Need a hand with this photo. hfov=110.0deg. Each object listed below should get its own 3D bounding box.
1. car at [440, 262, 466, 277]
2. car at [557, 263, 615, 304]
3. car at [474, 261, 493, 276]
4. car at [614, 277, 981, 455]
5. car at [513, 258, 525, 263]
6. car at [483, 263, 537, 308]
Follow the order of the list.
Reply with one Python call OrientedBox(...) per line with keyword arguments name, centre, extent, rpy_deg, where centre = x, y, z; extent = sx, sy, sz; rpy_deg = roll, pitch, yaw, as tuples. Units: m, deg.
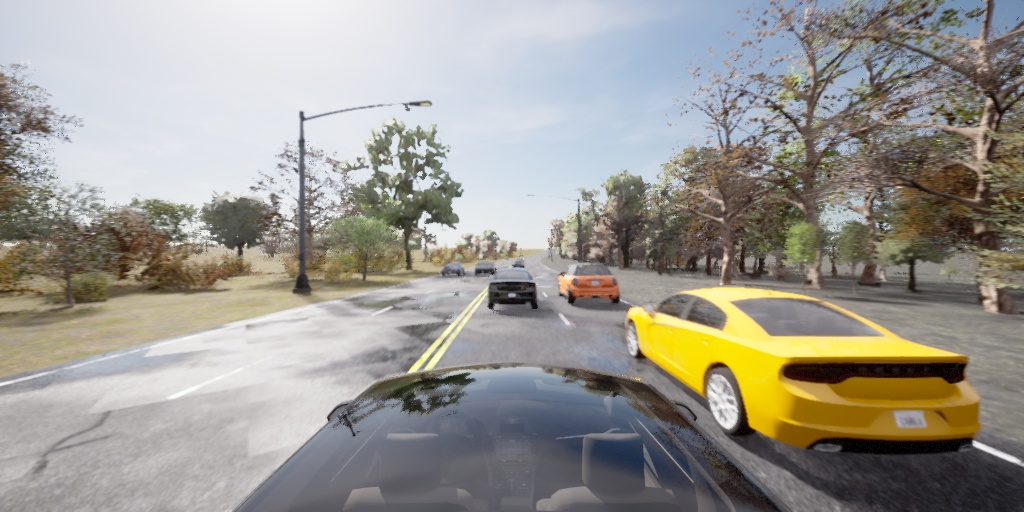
OrientedBox(name="car", centre=(-6.118, 1.344, 37.669), extent=(1.812, 1.442, 4.674), rpy_deg=(0, 0, 2))
OrientedBox(name="car", centre=(3.311, 1.097, 16.338), extent=(2.097, 1.767, 4.553), rpy_deg=(0, 0, 1))
OrientedBox(name="car", centre=(-2.848, 1.281, 38.347), extent=(1.882, 1.535, 5.008), rpy_deg=(0, 0, 1))
OrientedBox(name="car", centre=(3.250, 1.201, 5.400), extent=(1.882, 1.535, 5.008), rpy_deg=(0, -1, 0))
OrientedBox(name="car", centre=(0.940, 1.326, 54.264), extent=(1.895, 1.301, 4.718), rpy_deg=(-1, 1, 2))
OrientedBox(name="car", centre=(0.037, 1.253, 15.352), extent=(1.882, 1.535, 5.008), rpy_deg=(0, 0, 1))
